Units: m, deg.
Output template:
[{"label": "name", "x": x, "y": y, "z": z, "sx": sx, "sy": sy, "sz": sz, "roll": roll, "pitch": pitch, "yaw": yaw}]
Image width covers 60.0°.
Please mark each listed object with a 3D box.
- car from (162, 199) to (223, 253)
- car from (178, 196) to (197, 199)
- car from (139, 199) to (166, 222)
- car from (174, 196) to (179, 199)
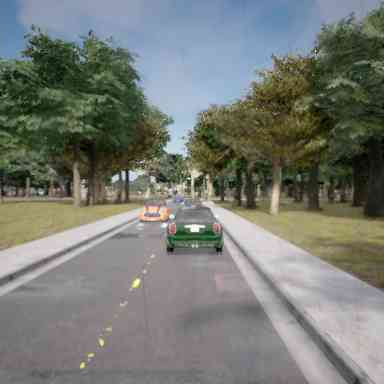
[{"label": "car", "x": 0.100, "y": 1.360, "z": 13.924, "sx": 2.097, "sy": 1.767, "sz": 4.553, "roll": 0, "pitch": 0, "yaw": 0}, {"label": "car", "x": 0.102, "y": 1.370, "z": 30.841, "sx": 2.097, "sy": 1.767, "sz": 4.553, "roll": 0, "pitch": 0, "yaw": 0}, {"label": "car", "x": -2.847, "y": 1.367, "z": 26.117, "sx": 2.097, "sy": 1.767, "sz": 4.553, "roll": 0, "pitch": 0, "yaw": 0}, {"label": "car", "x": -2.748, "y": 1.520, "z": 68.248, "sx": 1.882, "sy": 1.535, "sz": 5.008, "roll": 0, "pitch": 0, "yaw": 0}]
